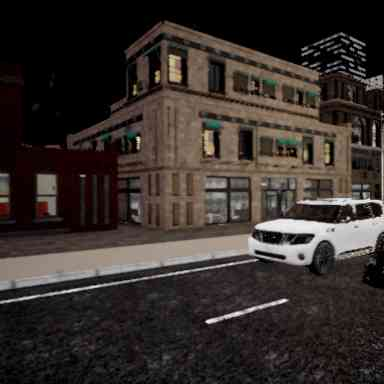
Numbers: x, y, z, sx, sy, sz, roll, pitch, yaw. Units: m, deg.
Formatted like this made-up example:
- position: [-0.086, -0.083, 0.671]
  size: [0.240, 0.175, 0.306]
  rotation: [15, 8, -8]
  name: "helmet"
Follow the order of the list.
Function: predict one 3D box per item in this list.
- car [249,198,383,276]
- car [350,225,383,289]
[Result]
- position: [4.361, 1.241, 10.783]
  size: [5.566, 2.045, 2.150]
  rotation: [0, 0, -35]
  name: "car"
- position: [5.904, 1.583, 7.891]
  size: [4.181, 1.385, 1.994]
  rotation: [0, 0, -35]
  name: "car"
